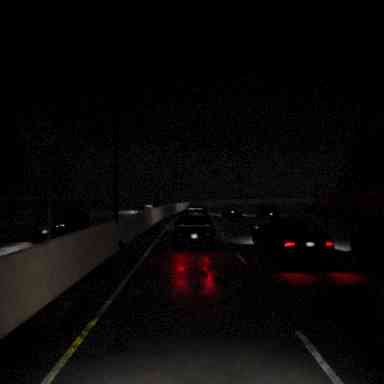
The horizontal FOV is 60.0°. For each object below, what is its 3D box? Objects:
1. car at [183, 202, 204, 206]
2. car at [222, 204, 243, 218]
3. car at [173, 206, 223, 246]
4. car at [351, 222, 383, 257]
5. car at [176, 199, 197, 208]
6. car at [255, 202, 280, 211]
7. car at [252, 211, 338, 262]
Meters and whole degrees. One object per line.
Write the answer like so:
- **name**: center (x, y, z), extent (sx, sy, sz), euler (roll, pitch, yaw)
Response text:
- **car**: center (0.496, 1.800, 33.051), extent (2.128, 1.511, 4.902), euler (0, -1, 4)
- **car**: center (4.060, 1.878, 33.655), extent (1.994, 1.385, 4.181), euler (0, -1, 5)
- **car**: center (0.101, 1.643, 16.199), extent (2.128, 1.511, 4.902), euler (0, -1, 0)
- **car**: center (7.092, 1.629, 10.996), extent (1.812, 1.442, 4.674), euler (0, -1, 0)
- **car**: center (-0.954, 2.054, 60.450), extent (2.128, 1.511, 4.902), euler (0, -1, 20)
- **car**: center (7.510, 1.814, 33.151), extent (1.837, 1.490, 4.892), euler (0, -1, 5)
- **car**: center (3.602, 1.667, 12.639), extent (2.033, 1.411, 5.357), euler (0, 0, 0)
